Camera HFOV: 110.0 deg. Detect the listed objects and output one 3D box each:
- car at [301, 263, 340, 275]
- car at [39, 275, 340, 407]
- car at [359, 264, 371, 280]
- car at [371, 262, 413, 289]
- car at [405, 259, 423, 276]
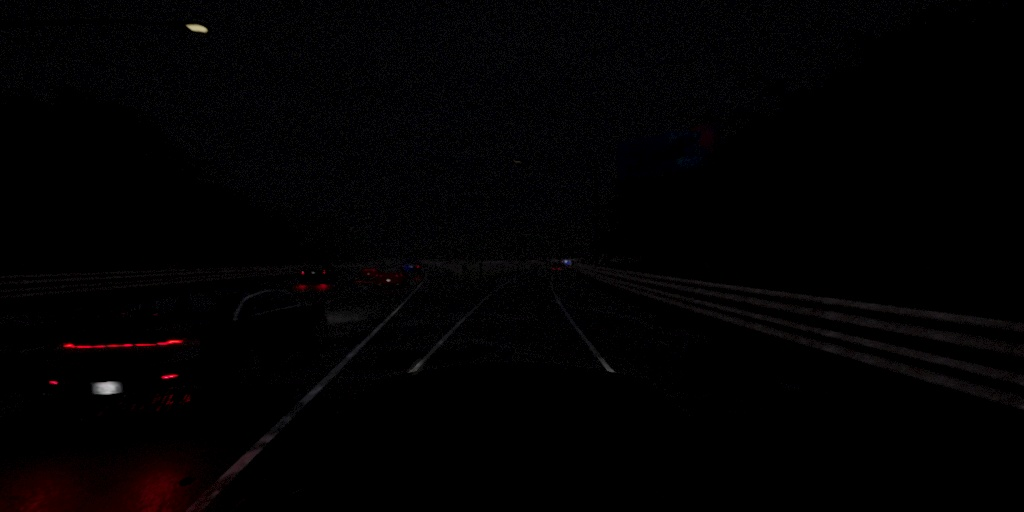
[{"bbox_3d":[-16.628,1.404,31.312,2.097,1.767,4.553,0,-1,-11],"label":"car"},{"bbox_3d":[-4.878,1.264,6.343,2.128,1.511,4.902,0,0,-10],"label":"car"},{"bbox_3d":[-14.091,1.581,36.339,1.882,1.535,5.008,0,-1,-12],"label":"car"},{"bbox_3d":[-8.418,1.441,25.503,1.882,1.535,5.008,0,-1,-11],"label":"car"},{"bbox_3d":[-12.605,1.430,45.572,2.150,2.045,5.566,0,-1,-13],"label":"car"}]
